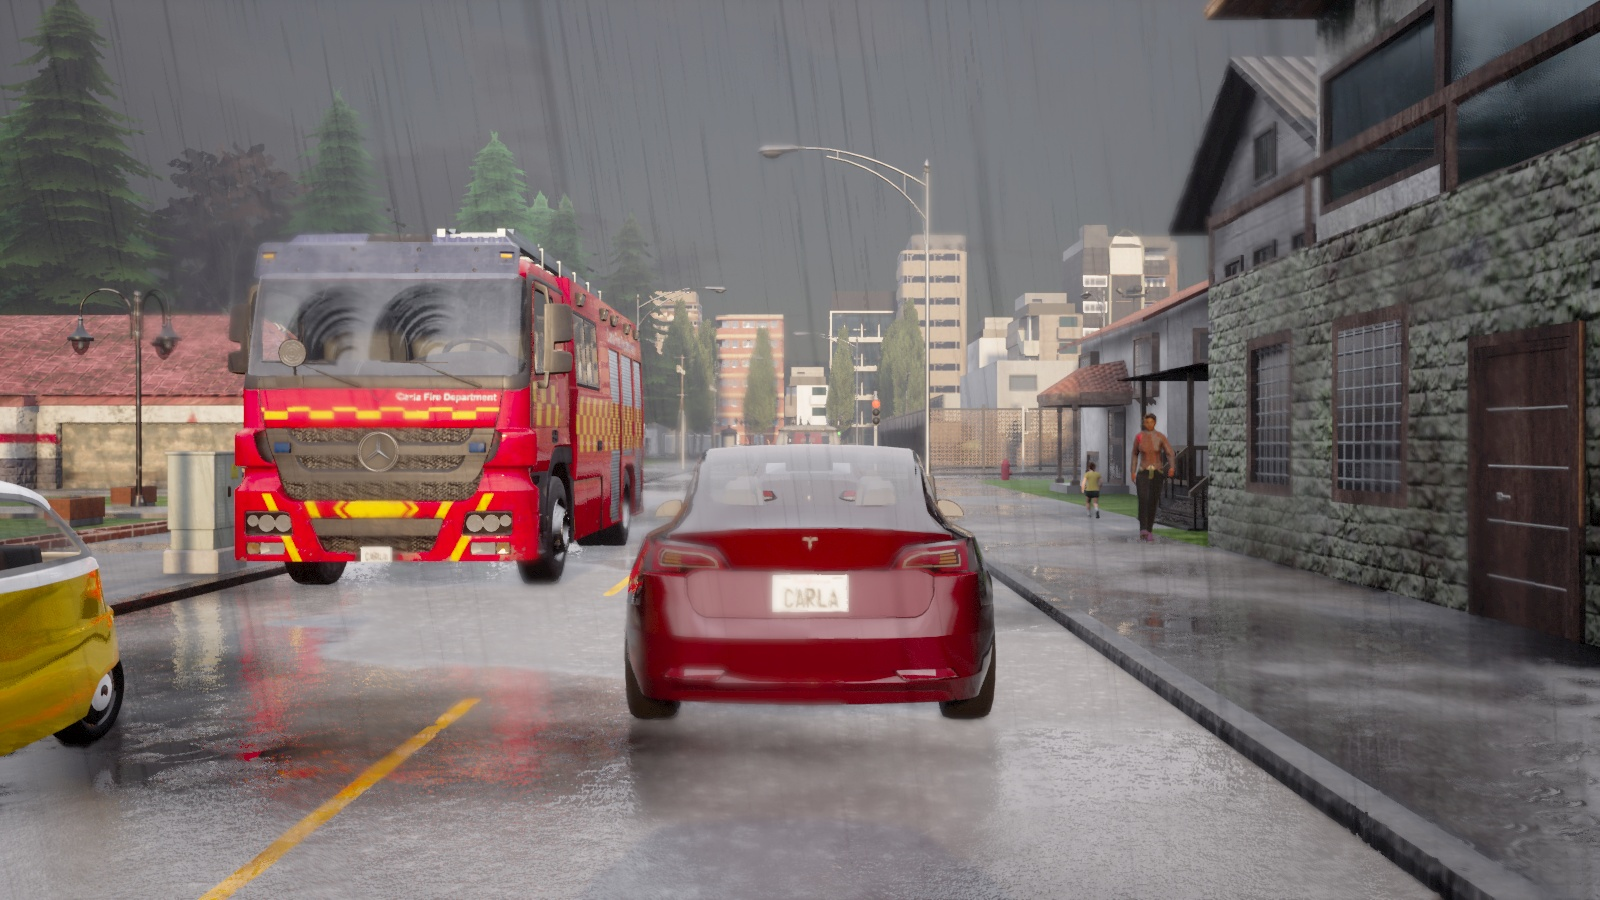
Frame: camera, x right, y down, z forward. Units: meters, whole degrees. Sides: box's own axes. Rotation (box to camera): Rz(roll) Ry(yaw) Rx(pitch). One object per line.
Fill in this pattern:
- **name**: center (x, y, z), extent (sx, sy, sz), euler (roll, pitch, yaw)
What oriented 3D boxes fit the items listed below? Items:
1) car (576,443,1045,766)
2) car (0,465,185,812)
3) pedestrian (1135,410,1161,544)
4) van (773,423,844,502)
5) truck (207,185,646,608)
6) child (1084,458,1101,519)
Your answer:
- **car**: center (0.061, 0.700, 8.198), extent (2.163, 1.488, 4.792), euler (0, 0, 0)
- **car**: center (-3.954, 0.767, 5.450), extent (1.481, 1.376, 2.207), euler (0, 0, 0)
- **pedestrian**: center (4.833, 0.362, 17.428), extent (0.328, 1.805, 0.869), euler (0, 0, 16)
- **van**: center (0.212, 0.308, 33.971), extent (1.775, 1.987, 4.442), euler (0, 0, 0)
- **truck**: center (-3.897, -0.509, 15.604), extent (2.891, 3.827, 8.468), euler (0, 0, 0)
- **child**: center (5.401, 0.710, 23.195), extent (0.255, 1.110, 0.394), euler (0, 0, 4)
